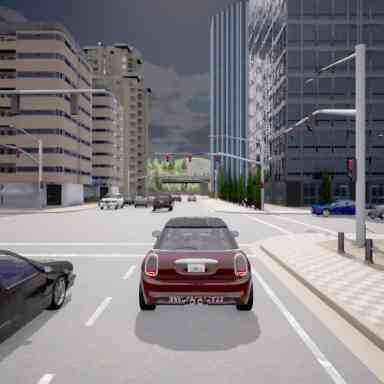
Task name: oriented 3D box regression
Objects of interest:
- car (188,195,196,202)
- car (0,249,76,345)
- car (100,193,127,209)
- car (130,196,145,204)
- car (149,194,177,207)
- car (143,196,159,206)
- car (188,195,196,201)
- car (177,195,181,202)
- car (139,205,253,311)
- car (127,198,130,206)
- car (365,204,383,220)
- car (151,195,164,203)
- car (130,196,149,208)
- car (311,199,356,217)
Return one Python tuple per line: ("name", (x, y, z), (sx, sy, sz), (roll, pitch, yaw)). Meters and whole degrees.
("car", (-0.004, 1.547, 75.812), (1.994, 1.385, 4.181), (0, 0, 0))
("car", (-3.434, 1.547, 4.742), (2.033, 1.411, 5.357), (0, 0, 0))
("car", (-10.601, 1.222, 44.433), (2.150, 2.045, 5.566), (0, 0, 0))
("car", (-10.542, 1.491, 64.578), (2.128, 1.511, 4.902), (0, 0, 1))
("car", (-3.402, 1.227, 40.090), (2.150, 2.045, 5.566), (0, 0, 1))
("car", (-7.083, 1.491, 57.459), (2.128, 1.511, 4.902), (0, 0, 0))
("car", (-0.004, 1.493, 84.305), (1.812, 1.442, 4.674), (0, 0, 0))
("car", (-3.503, 1.471, 74.978), (1.882, 1.535, 5.008), (0, 0, 0))
("car", (0.082, 1.352, 7.940), (2.097, 1.767, 4.553), (0, 0, 0))
("car", (-10.594, 1.601, 54.201), (1.895, 1.301, 4.718), (0, 0, 0))
("car", (16.279, 1.436, 26.314), (4.902, 1.511, 2.128), (0, 0, 0))
("car", (-7.016, 1.491, 67.708), (2.128, 1.511, 4.902), (0, 0, 0))
("car", (-7.101, 1.547, 47.946), (2.033, 1.411, 5.357), (0, 0, 0))
("car", (13.292, 1.422, 29.837), (5.008, 1.535, 1.882), (0, 0, 1))
